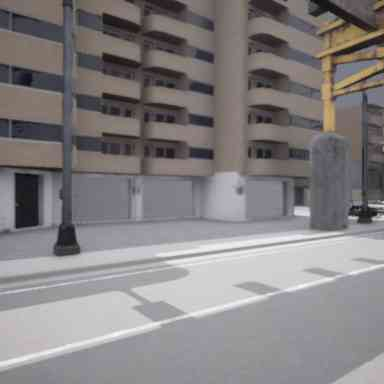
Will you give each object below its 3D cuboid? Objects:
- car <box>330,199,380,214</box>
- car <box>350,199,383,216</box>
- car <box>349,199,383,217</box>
[{"bbox_3d":[15.325,1.366,31.557,1.853,1.218,4.536,0,0,-11],"label":"car"},{"bbox_3d":[18.909,1.533,33.655,4.974,1.542,2.038,0,0,34],"label":"car"},{"bbox_3d":[15.334,1.524,31.505,2.038,1.542,4.974,0,0,-11],"label":"car"}]
